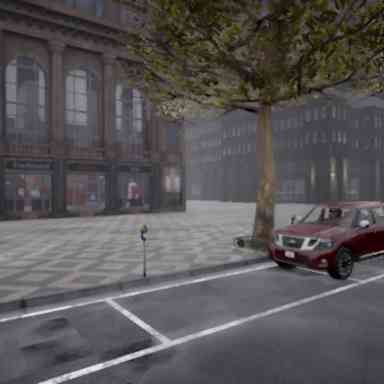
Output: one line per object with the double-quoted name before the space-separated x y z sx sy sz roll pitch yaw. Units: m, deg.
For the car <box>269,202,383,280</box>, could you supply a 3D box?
"car" 4.519 1.240 9.873 5.009 1.841 2.192 -1 0 -36
